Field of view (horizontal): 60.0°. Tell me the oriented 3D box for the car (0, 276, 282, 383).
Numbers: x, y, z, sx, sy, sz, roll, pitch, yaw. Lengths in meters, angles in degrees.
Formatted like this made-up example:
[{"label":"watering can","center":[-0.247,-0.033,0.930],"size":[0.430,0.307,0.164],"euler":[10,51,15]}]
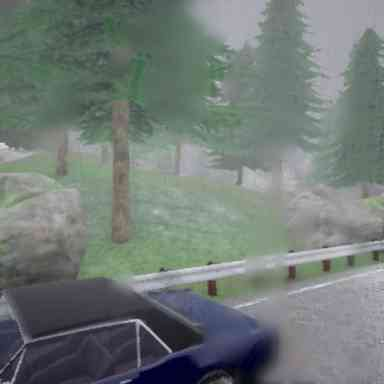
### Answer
[{"label":"car","center":[-1.444,1.605,2.951],"size":[4.718,1.301,1.895],"euler":[1,0,-35]}]
